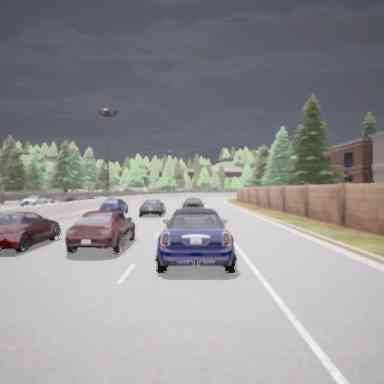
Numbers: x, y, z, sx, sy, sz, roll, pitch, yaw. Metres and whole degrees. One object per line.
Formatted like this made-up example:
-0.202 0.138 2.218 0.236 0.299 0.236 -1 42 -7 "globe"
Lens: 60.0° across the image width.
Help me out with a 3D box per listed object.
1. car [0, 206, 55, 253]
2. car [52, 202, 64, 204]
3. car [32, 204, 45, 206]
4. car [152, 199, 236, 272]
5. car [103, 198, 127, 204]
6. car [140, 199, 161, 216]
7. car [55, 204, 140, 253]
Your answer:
-6.897 1.460 13.259 1.994 1.385 4.181 0 0 0 "car"
-17.560 1.140 45.234 2.128 1.511 4.902 0 0 0 "car"
-21.057 1.179 44.507 1.812 1.442 4.674 0 0 0 "car"
0.103 1.267 10.627 2.097 1.767 4.553 0 0 0 "car"
-6.906 1.294 29.641 1.812 1.442 4.674 0 0 0 "car"
-3.392 1.336 29.156 1.994 1.385 4.181 0 0 0 "car"
-3.411 1.424 12.983 1.812 1.442 4.674 0 0 0 "car"
